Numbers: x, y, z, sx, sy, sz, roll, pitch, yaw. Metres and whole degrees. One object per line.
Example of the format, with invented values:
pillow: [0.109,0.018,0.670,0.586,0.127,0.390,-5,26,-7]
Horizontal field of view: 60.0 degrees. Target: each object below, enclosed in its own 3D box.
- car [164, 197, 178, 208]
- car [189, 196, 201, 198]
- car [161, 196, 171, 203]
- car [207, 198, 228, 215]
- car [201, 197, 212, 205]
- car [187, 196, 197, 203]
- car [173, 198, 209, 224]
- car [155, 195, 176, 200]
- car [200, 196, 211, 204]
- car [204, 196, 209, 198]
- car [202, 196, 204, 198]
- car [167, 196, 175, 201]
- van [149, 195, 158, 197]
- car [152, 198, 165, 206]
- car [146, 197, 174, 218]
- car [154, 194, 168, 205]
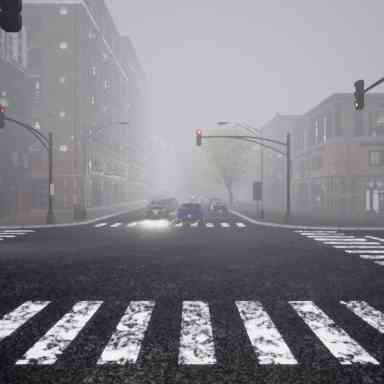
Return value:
car: [-3.091,1.583,50.386,1.812,1.442,4.674,0,0,0]
car: [0.094,1.667,55.049,1.895,1.301,4.718,0,0,0]
car: [-5.698,1.663,73.508,2.008,1.369,4.403,0,0,0]
car: [2.686,1.580,33.630,2.008,1.369,4.403,0,0,0]
car: [2.683,1.633,62.114,2.008,1.369,4.403,0,0,0]
car: [0.014,1.661,71.111,1.994,1.385,4.181,0,0,0]
car: [0.031,1.494,25.188,1.882,1.535,5.008,1,0,5]
car: [-3.097,1.518,40.288,1.882,1.535,5.008,0,0,0]
car: [2.683,1.537,67.811,1.967,1.590,4.097,0,0,0]
car: [2.686,1.479,39.327,1.967,1.590,4.097,0,0,0]
car: [2.685,1.488,45.023,1.967,1.590,4.097,0,0,0]
car: [-5.701,1.687,90.429,1.752,1.417,4.829,0,0,0]
van: [-5.697,1.399,50.721,1.690,1.788,3.998,0,0,0]
car: [-5.697,1.651,56.418,1.802,1.307,4.206,0,0,0]
car: [-3.104,1.516,30.840,2.128,1.511,4.902,0,0,0]
car: [-5.698,1.397,62.115,2.192,1.841,5.009,0,0,0]
